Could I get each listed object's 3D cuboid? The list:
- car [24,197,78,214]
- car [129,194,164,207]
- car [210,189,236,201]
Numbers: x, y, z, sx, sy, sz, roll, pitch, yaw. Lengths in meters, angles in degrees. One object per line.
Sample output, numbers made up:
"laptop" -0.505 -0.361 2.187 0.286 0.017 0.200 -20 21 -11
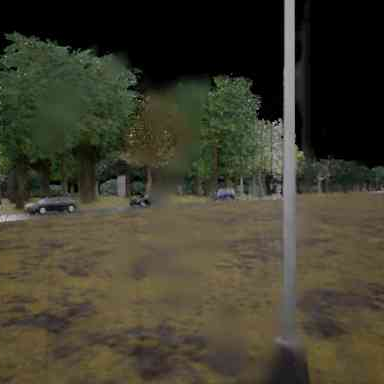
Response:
"car" -12.889 1.207 30.606 1.837 1.490 4.892 -2 0 35
"car" -5.573 0.982 40.975 1.882 1.535 5.008 -2 -1 35
"car" 5.313 0.452 56.311 2.150 2.045 5.566 -2 -1 36
